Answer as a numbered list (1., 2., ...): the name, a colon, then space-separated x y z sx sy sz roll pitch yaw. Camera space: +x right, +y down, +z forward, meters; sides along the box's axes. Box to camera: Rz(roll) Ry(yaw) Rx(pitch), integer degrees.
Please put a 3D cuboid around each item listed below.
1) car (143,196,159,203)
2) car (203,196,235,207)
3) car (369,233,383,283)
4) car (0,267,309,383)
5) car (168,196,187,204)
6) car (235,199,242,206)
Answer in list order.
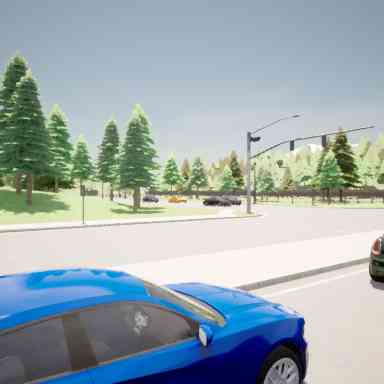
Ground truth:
1. car: -8.427 1.506 67.939 1.837 1.490 4.892 0 0 -35
2. car: 3.749 1.477 50.353 1.882 1.535 5.008 0 0 -35
3. car: 6.520 1.352 8.418 4.553 1.767 2.097 0 0 -35
4. car: -0.979 1.478 3.049 5.008 1.535 1.882 0 0 -35
5. car: -2.843 1.477 66.010 1.882 1.535 5.008 0 0 -34
6. car: 5.889 1.477 53.406 1.882 1.535 5.008 0 0 -35
